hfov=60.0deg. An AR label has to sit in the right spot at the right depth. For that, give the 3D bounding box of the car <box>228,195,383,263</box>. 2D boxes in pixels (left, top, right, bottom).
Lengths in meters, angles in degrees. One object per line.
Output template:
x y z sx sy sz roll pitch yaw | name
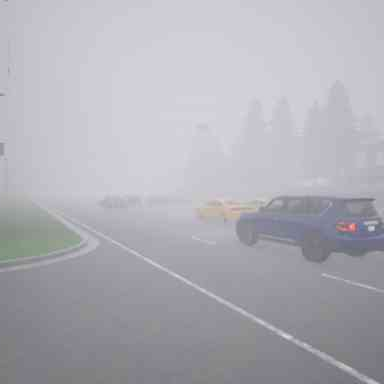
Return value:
3.854 1.105 11.870 2.150 2.045 5.566 0 1 -28 | car

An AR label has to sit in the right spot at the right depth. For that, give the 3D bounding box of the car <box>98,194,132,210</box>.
-8.257 1.084 34.374 2.033 1.411 5.357 0 1 -28 | car

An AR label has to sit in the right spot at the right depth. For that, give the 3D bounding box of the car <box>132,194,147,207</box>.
-7.524 0.974 40.397 1.837 1.490 4.892 0 1 -28 | car

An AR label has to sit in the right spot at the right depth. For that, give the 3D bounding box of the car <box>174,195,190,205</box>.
-1.831 1.021 44.592 1.994 1.385 4.181 0 1 -28 | car

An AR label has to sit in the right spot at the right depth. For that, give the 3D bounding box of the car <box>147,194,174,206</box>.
-4.456 0.974 42.081 1.837 1.490 4.892 0 1 -28 | car

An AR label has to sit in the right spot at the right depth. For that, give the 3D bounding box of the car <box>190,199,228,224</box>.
2.025 1.221 22.654 1.882 1.535 5.008 0 1 -28 | car

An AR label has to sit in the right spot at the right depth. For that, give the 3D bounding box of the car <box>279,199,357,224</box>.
9.028 1.316 24.413 2.033 1.411 5.357 0 1 -28 | car

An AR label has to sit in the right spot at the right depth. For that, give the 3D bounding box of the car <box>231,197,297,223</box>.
5.091 1.221 24.342 1.882 1.535 5.008 0 1 -28 | car
